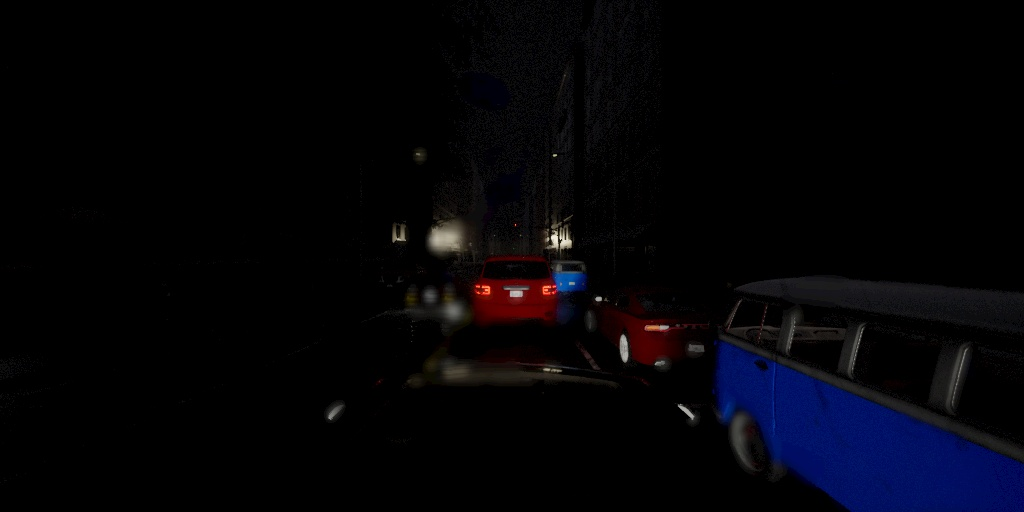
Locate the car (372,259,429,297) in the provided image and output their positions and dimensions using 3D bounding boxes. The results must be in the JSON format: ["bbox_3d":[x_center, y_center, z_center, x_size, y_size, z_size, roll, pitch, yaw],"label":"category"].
[{"bbox_3d":[-5.635,1.060,19.066,2.192,1.841,5.009,0,0,0],"label":"car"}]

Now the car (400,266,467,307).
[{"bbox_3d":[-3.064,1.311,15.403,1.994,1.385,4.181,0,0,0],"label":"car"}]

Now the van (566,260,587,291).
[{"bbox_3d":[2.890,1.086,19.089,1.690,1.789,3.998,0,0,0],"label":"van"}]

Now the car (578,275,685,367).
[{"bbox_3d":[2.867,1.294,7.768,1.888,1.381,4.507,0,0,0],"label":"car"}]

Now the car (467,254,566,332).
[{"bbox_3d":[0.119,0.970,10.991,2.150,2.045,5.566,0,0,0],"label":"car"}]

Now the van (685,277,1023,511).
[{"bbox_3d":[2.856,1.091,2.107,1.690,1.789,3.998,0,0,0],"label":"van"}]
